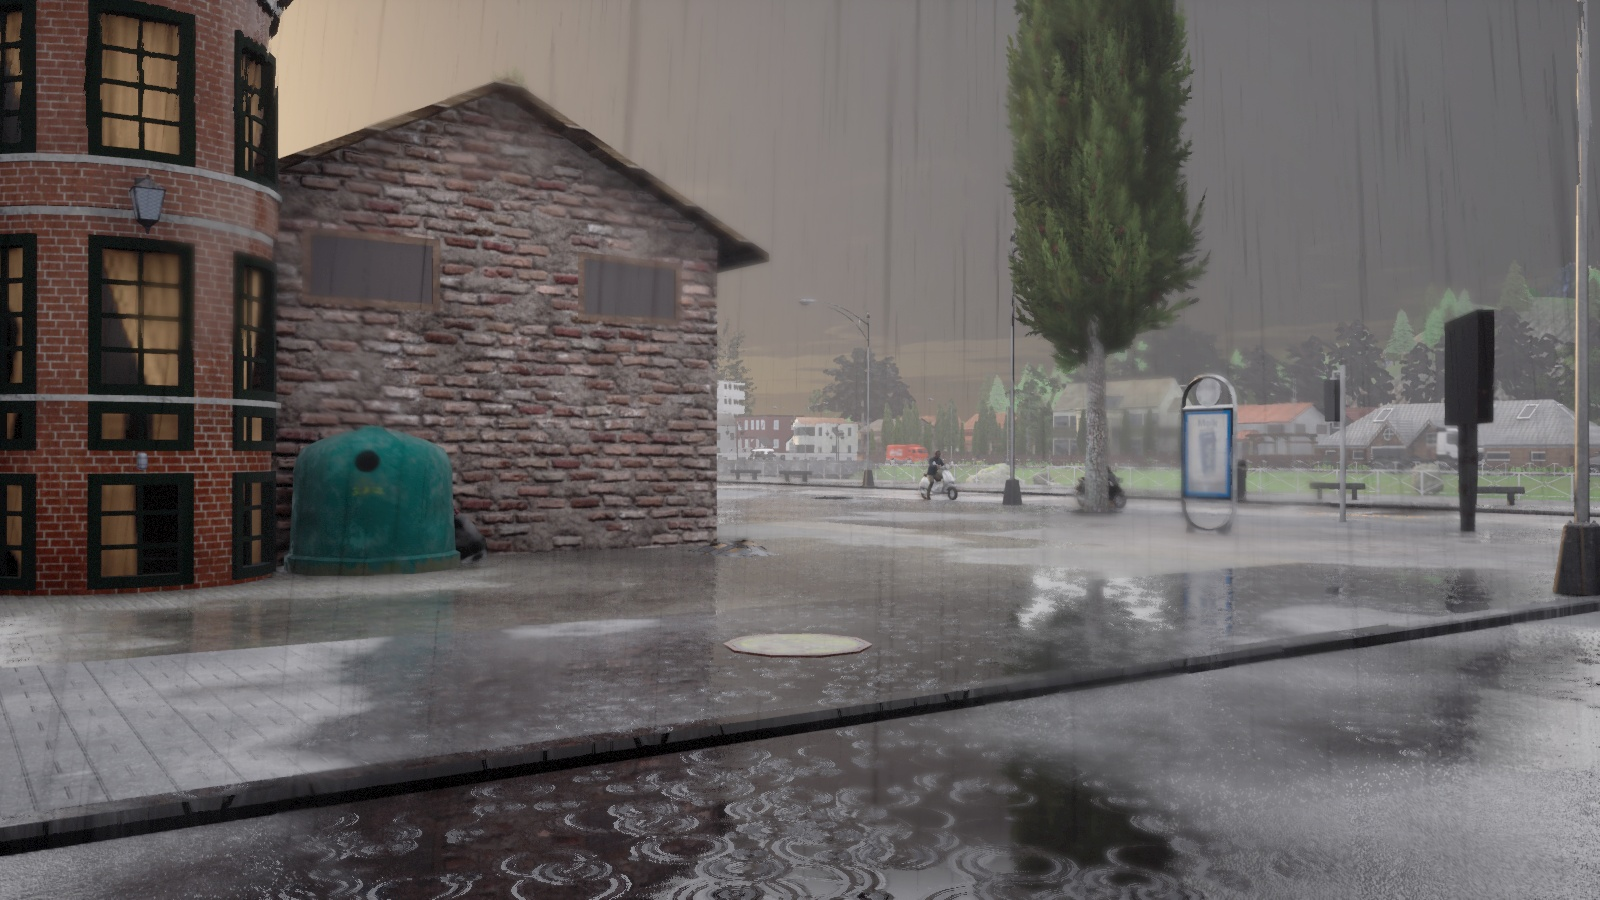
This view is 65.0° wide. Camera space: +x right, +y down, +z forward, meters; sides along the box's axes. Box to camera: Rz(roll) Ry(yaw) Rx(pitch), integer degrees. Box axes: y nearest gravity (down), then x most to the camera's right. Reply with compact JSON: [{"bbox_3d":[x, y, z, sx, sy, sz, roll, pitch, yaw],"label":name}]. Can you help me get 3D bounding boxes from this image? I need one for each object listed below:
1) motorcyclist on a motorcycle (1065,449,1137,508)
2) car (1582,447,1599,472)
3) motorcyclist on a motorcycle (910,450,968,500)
[{"bbox_3d":[8.313,0.766,34.761,0.866,1.590,1.817,0,0,-35],"label":"motorcyclist on a motorcycle"},{"bbox_3d":[54.824,0.610,82.839,2.152,1.651,5.027,0,0,-35],"label":"car"},{"bbox_3d":[4.438,0.787,40.317,0.866,1.590,1.817,0,0,-35],"label":"motorcyclist on a motorcycle"}]
